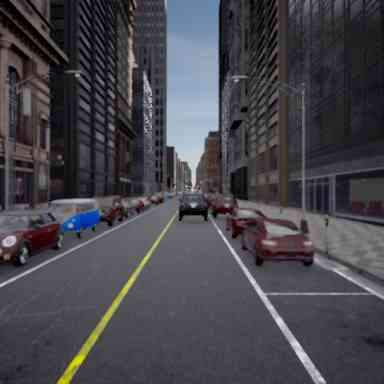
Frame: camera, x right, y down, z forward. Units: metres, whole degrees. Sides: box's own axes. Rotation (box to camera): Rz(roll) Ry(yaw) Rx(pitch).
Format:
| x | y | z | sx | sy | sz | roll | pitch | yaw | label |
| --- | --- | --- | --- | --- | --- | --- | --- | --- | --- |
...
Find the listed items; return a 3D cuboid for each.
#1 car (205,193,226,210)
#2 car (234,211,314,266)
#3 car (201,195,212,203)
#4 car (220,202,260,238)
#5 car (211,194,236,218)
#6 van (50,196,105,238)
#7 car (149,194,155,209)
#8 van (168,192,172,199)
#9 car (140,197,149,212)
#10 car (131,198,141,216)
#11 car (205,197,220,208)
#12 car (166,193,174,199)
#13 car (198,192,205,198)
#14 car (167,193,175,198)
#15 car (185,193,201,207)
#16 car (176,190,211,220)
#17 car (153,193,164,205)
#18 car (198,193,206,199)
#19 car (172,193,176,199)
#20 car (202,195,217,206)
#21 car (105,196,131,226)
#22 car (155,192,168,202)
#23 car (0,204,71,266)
| x | y | z | sx | sy | sz | roll | pitch | yaw | label |
| --- | --- | --- | --- | --- | --- | --- | --- | --- | --- |
| 2.675 | 1.085 | 39.146 | 2.192 | 1.841 | 5.009 | 1 | 0 | 0 | car |
| 2.675 | 1.520 | 11.026 | 1.802 | 1.307 | 4.206 | 1 | 0 | 0 | car |
| 2.670 | 1.210 | 61.646 | 1.802 | 1.307 | 4.206 | 1 | 0 | 0 | car |
| 2.674 | 1.450 | 16.650 | 1.887 | 1.381 | 4.507 | 1 | 0 | 0 | car |
| 2.676 | 1.154 | 27.897 | 2.192 | 1.841 | 5.009 | 1 | 0 | 0 | car |
| -5.849 | 1.245 | 16.651 | 1.690 | 1.788 | 3.998 | 1 | 0 | 0 | van |
| -5.853 | 1.295 | 38.981 | 1.752 | 1.417 | 4.829 | 1 | 0 | 0 | car |
| -5.854 | 0.899 | 72.897 | 1.690 | 1.788 | 3.998 | 1 | 0 | 0 | van |
| -5.853 | 1.348 | 33.526 | 1.887 | 1.381 | 4.507 | 1 | 0 | 0 | car |
| -5.852 | 1.389 | 27.902 | 2.008 | 1.369 | 4.403 | 1 | 0 | 0 | car |
| 2.672 | 1.316 | 44.772 | 1.802 | 1.307 | 4.206 | 1 | 0 | 0 | car |
| -5.858 | 0.980 | 89.602 | 1.752 | 1.417 | 4.829 | 1 | 0 | 0 | car |
| 2.668 | 0.860 | 95.390 | 1.967 | 1.590 | 4.097 | 1 | 0 | 0 | car |
| -5.859 | 0.970 | 95.396 | 2.008 | 1.369 | 4.403 | 1 | 0 | 0 | car |
| 0.096 | 1.085 | 44.911 | 2.097 | 1.767 | 4.553 | 0 | 0 | 0 | car |
| 0.099 | 1.072 | 26.127 | 2.150 | 2.045 | 5.566 | 0 | 1 | 0 | car |
| -5.854 | 1.243 | 50.400 | 1.887 | 1.381 | 4.507 | 1 | 0 | 0 | car |
| 2.667 | 0.999 | 89.766 | 1.887 | 1.381 | 4.507 | 1 | 0 | 0 | car |
| -5.858 | 1.054 | 84.147 | 1.947 | 1.339 | 4.313 | 1 | 0 | 0 | car |
| 2.672 | 1.250 | 50.396 | 2.008 | 1.369 | 4.403 | 1 | 0 | 0 | car |
| -5.850 | 1.186 | 22.276 | 2.192 | 1.841 | 5.009 | 1 | 0 | 0 | car |
| -5.852 | 0.978 | 56.023 | 2.192 | 1.841 | 5.009 | 1 | 0 | 0 | car |
| -5.850 | 1.377 | 11.027 | 1.967 | 1.590 | 4.097 | 1 | 0 | 0 | car |
